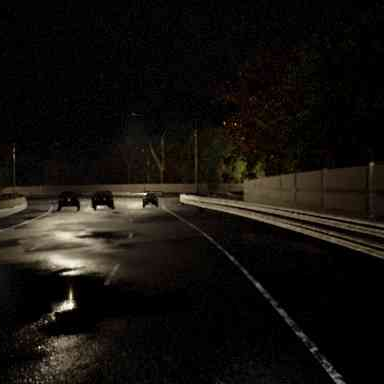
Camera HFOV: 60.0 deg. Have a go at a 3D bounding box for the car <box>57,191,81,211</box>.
[{"bbox_3d":[-13.294,0.894,36.010,2.150,2.045,5.566,-1,1,-20],"label":"car"}]

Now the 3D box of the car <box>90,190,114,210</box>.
[{"bbox_3d":[-10.156,0.843,37.600,2.150,2.045,5.566,-1,1,-20],"label":"car"}]

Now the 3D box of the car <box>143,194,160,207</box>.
[{"bbox_3d":[-5.062,1.033,41.060,1.837,1.490,4.892,-2,1,-4],"label":"car"}]
